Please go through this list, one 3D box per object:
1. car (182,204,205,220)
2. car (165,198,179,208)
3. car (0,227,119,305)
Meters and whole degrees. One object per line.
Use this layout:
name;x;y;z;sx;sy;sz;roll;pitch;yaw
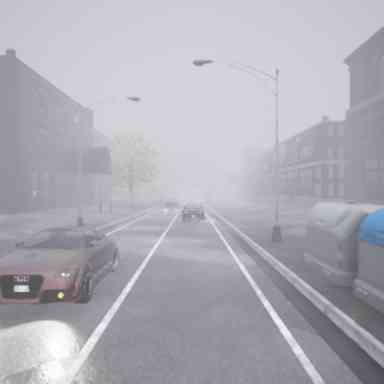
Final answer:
car;0.104;1.674;29.094;1.895;1.301;4.718;0;0;0
car;-3.058;1.658;50.910;1.882;1.535;5.008;0;0;0
car;-3.098;1.570;8.030;1.994;1.385;4.181;0;0;0
